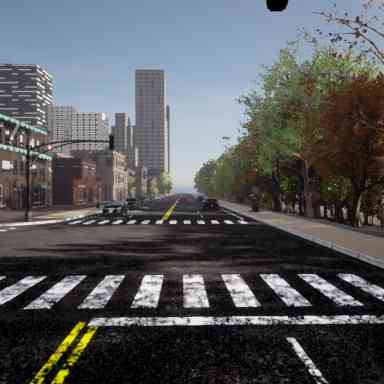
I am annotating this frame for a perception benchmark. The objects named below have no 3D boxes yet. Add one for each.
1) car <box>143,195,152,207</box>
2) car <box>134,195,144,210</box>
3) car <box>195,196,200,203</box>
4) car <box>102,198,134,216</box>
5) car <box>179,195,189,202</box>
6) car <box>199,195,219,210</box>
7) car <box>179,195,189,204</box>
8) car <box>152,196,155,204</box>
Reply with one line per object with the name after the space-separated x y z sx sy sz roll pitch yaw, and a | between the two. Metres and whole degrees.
-7.843 1.334 51.727 2.097 1.767 4.553 0 0 -1 | car
-7.607 1.490 42.032 1.837 1.490 4.892 0 0 -1 | car
1.716 1.479 67.281 1.837 1.490 4.892 0 0 -1 | car
-7.380 1.481 32.474 2.128 1.511 4.902 0 0 -1 | car
-1.771 1.343 72.760 2.033 1.411 5.357 0 0 -1 | car
2.321 1.463 42.522 1.882 1.535 5.008 0 0 -1 | car
-1.527 1.540 62.760 1.994 1.385 4.181 0 0 -1 | car
-8.072 1.467 63.390 2.128 1.511 4.902 0 0 -1 | car
